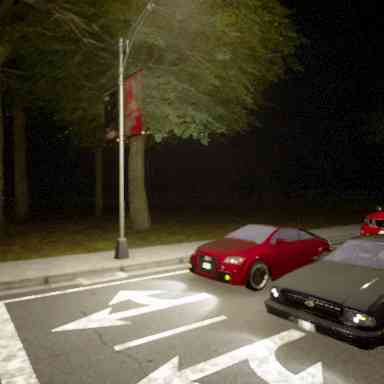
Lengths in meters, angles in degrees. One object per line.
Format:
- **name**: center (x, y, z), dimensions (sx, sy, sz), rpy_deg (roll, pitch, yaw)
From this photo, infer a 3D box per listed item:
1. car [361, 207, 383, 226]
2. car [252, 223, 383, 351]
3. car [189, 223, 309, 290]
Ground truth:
- **car**: center (9.704, 1.227, 14.541), dimensions (5.566, 2.045, 2.150), rpy_deg (0, 0, -35)
- **car**: center (3.825, 1.550, 6.368), dimensions (5.357, 1.411, 2.033), rpy_deg (0, 0, -35)
- **car**: center (1.982, 1.566, 9.043), dimensions (4.181, 1.385, 1.994), rpy_deg (0, 0, -35)
